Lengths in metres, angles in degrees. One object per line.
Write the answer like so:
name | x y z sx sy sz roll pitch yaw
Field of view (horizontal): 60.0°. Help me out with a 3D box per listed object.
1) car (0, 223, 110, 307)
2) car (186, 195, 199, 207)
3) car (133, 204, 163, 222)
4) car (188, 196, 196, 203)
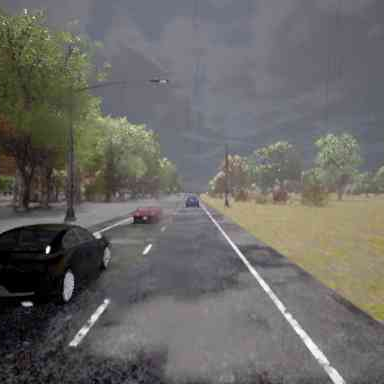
car | -3.405 1.487 8.081 1.882 1.535 5.008 0 0 0
car | 0.081 1.413 54.024 2.097 1.767 4.553 0 0 0
car | -3.411 1.630 26.506 1.895 1.301 4.718 0 0 0
car | -0.024 1.585 72.924 1.837 1.490 4.892 0 0 0
